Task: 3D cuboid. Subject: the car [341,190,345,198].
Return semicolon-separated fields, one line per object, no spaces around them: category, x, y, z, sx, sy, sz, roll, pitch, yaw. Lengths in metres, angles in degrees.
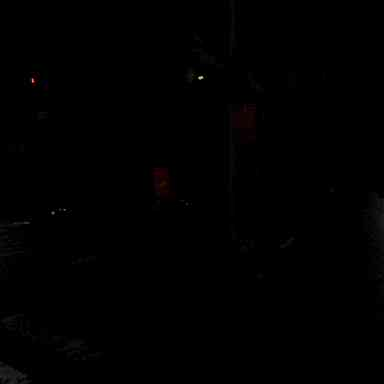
car;28.202;0.378;60.027;1.837;1.490;4.892;0;1;34

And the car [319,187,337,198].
car;24.951;0.106;61.056;2.150;2.045;5.566;0;1;35

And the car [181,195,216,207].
car;0.749;1.005;38.049;1.895;1.301;4.718;0;1;35

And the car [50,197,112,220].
car;-8.265;1.169;25.130;2.128;1.511;4.902;0;1;35

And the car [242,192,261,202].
car;9.532;0.699;50.509;2.033;1.411;5.357;0;1;35
